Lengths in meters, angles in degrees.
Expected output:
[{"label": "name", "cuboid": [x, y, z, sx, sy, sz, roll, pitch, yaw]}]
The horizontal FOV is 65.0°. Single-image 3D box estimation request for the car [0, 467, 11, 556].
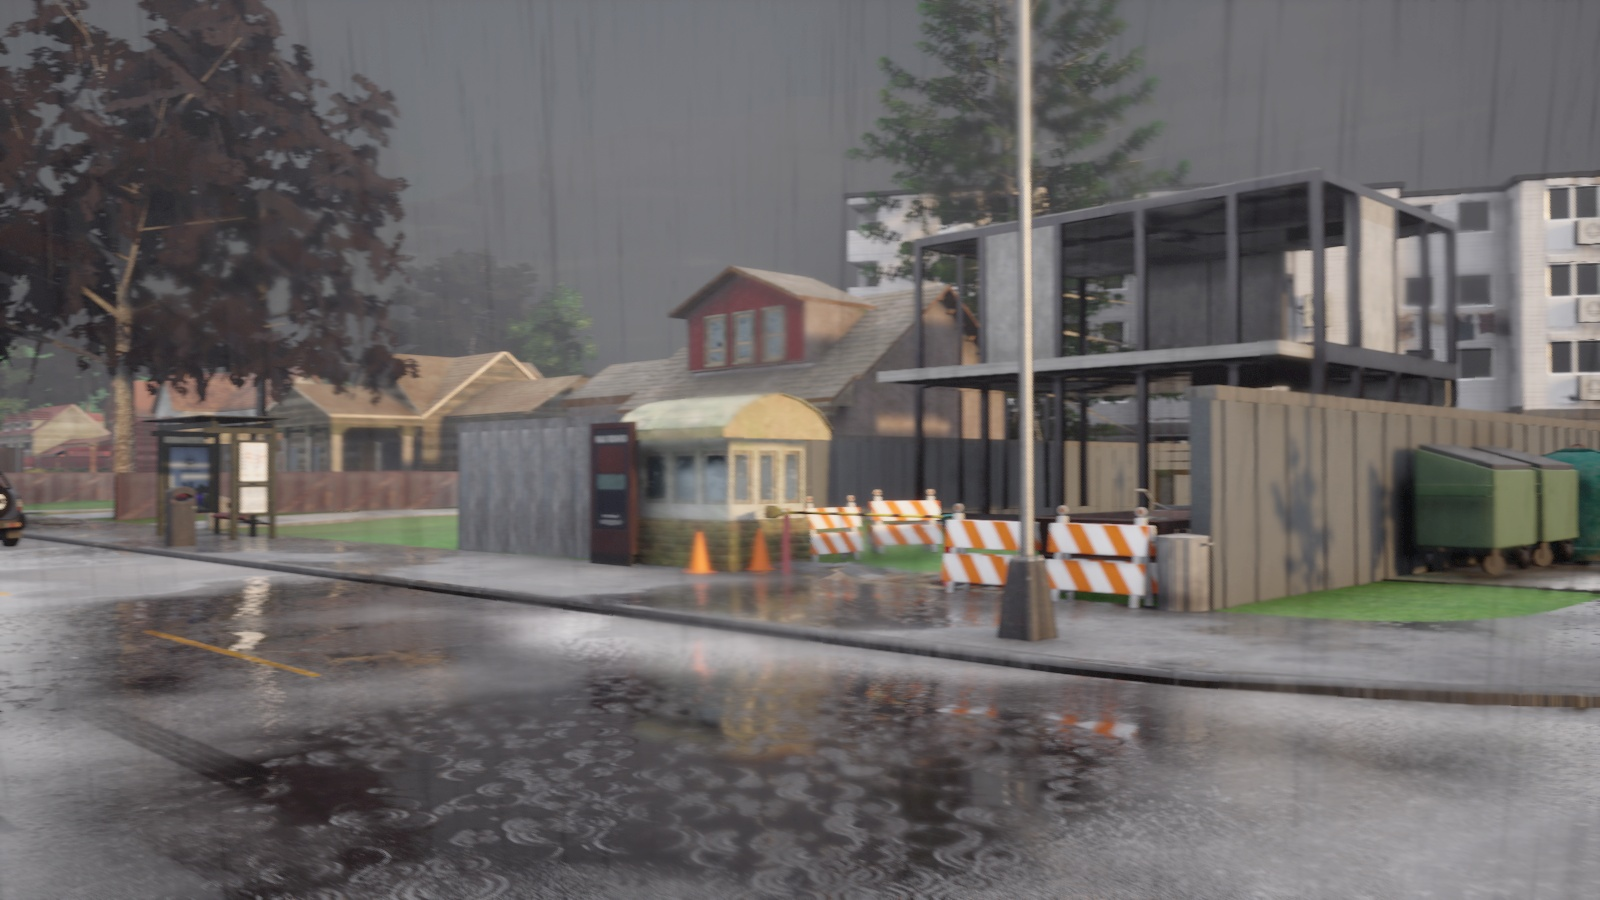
[{"label": "car", "cuboid": [-18.815, 1.321, 27.173, 4.605, 1.855, 1.932, -2, -1, 44]}]
